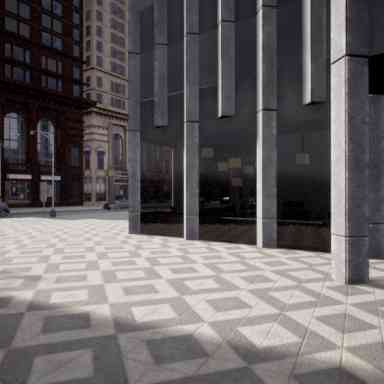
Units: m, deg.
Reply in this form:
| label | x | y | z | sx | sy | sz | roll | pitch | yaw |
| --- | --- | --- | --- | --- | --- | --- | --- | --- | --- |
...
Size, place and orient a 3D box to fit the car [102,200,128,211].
| label | x | y | z | sx | sy | sz | roll | pitch | yaw |
| --- | --- | --- | --- | --- | --- | --- | --- | --- | --- |
| car | -9.391 | 1.656 | 42.531 | 1.994 | 1.385 | 4.181 | 0 | 0 | 36 |

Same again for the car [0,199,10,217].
| label | x | y | z | sx | sy | sz | roll | pitch | yaw |
| --- | --- | --- | --- | --- | --- | --- | --- | --- | --- |
| car | -18.786 | 1.395 | 29.398 | 2.097 | 1.767 | 4.553 | 0 | 0 | 36 |
